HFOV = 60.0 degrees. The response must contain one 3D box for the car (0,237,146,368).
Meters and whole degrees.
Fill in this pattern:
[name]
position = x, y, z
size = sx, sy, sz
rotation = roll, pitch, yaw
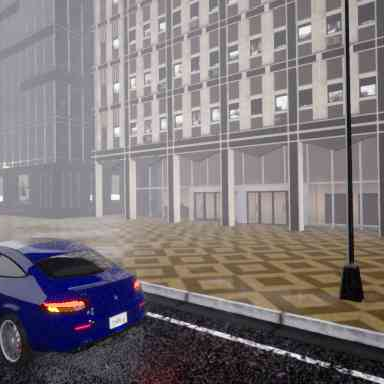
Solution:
[car]
position = -2.849, 1.527, 5.724
size = 4.674, 1.442, 1.812
rotation = 0, 0, 35
